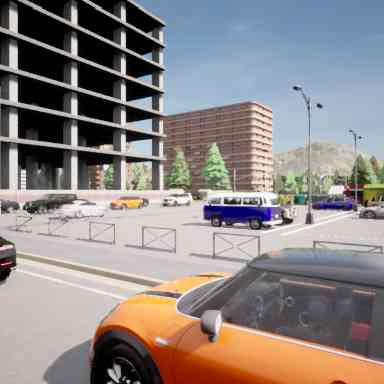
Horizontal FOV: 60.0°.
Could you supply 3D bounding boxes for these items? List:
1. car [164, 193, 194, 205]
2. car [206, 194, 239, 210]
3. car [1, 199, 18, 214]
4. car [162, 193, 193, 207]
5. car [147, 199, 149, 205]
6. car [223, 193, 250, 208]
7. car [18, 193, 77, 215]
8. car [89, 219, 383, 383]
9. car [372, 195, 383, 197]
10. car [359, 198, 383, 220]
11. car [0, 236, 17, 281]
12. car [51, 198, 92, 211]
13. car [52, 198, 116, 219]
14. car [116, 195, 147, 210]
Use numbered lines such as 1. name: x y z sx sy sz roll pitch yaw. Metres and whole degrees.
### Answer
1. car: -2.148 1.166 57.076 2.150 2.045 5.566 0 0 36
2. car: 4.466 1.470 47.974 1.812 1.442 4.674 0 0 35
3. car: -19.519 1.436 32.551 2.128 1.511 4.902 0 0 36
4. car: -2.259 1.166 50.894 2.150 2.045 5.566 0 0 35
5. car: -8.353 1.436 48.351 2.128 1.511 4.902 0 0 35
6. car: 7.464 1.165 58.299 2.150 2.045 5.566 0 0 35
7. car: -14.212 1.166 33.982 2.150 2.045 5.566 0 0 35
8. car: 1.074 1.352 3.223 4.553 1.767 2.097 0 0 35
9. car: 17.857 1.153 29.341 4.605 1.855 1.932 0 0 36
10. car: 14.651 1.395 24.775 3.806 1.475 1.970 0 0 36
11. car: -6.439 1.492 8.536 4.902 1.511 2.128 0 0 35
12. car: -14.377 1.508 39.825 1.994 1.385 4.181 0 0 35
13. car: -9.197 1.470 28.614 1.812 1.442 4.674 0 0 35
14. car: -8.335 1.297 42.310 2.097 1.767 4.553 0 0 35
